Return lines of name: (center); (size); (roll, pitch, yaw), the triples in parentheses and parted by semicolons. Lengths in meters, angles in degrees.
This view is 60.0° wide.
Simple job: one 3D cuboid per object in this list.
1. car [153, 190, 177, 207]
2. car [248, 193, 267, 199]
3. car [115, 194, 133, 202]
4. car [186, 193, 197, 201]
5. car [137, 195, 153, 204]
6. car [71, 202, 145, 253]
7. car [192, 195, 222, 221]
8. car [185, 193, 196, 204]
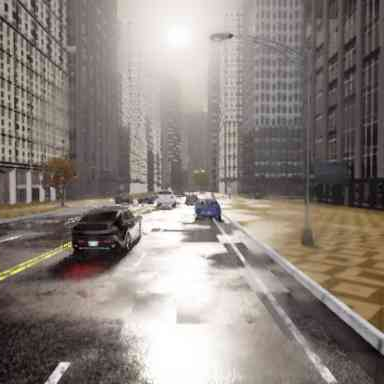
car: (-3.181, 0.779, 41.931); (2.150, 2.045, 5.566); (0, 1, 0)
car: (15.863, 0.983, 80.226); (4.403, 1.369, 2.008); (1, 1, -1)
car: (-9.846, 1.052, 48.534); (1.994, 1.385, 4.181); (0, 1, 0)
car: (-0.044, 0.919, 61.229); (1.994, 1.385, 4.181); (0, 1, 0)
car: (-6.606, 1.058, 47.988); (1.994, 1.385, 4.181); (0, 1, 0)
car: (-3.157, 1.366, 13.049); (1.837, 1.490, 4.892); (0, 1, 0)
car: (1.120, 1.216, 24.718); (1.882, 1.535, 5.008); (0, 1, 0)
car: (0.006, 1.015, 48.379); (1.812, 1.442, 4.674); (0, 1, 0)
